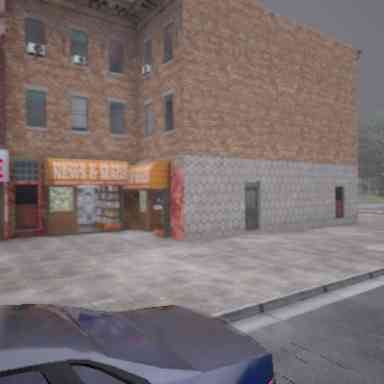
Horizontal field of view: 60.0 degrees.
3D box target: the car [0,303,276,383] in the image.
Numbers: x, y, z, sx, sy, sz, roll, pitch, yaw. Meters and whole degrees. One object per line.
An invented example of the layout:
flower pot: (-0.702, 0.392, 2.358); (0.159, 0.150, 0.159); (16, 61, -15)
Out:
car: (-1.777, 1.551, 1.806); (5.357, 1.411, 2.033); (0, 0, -35)
